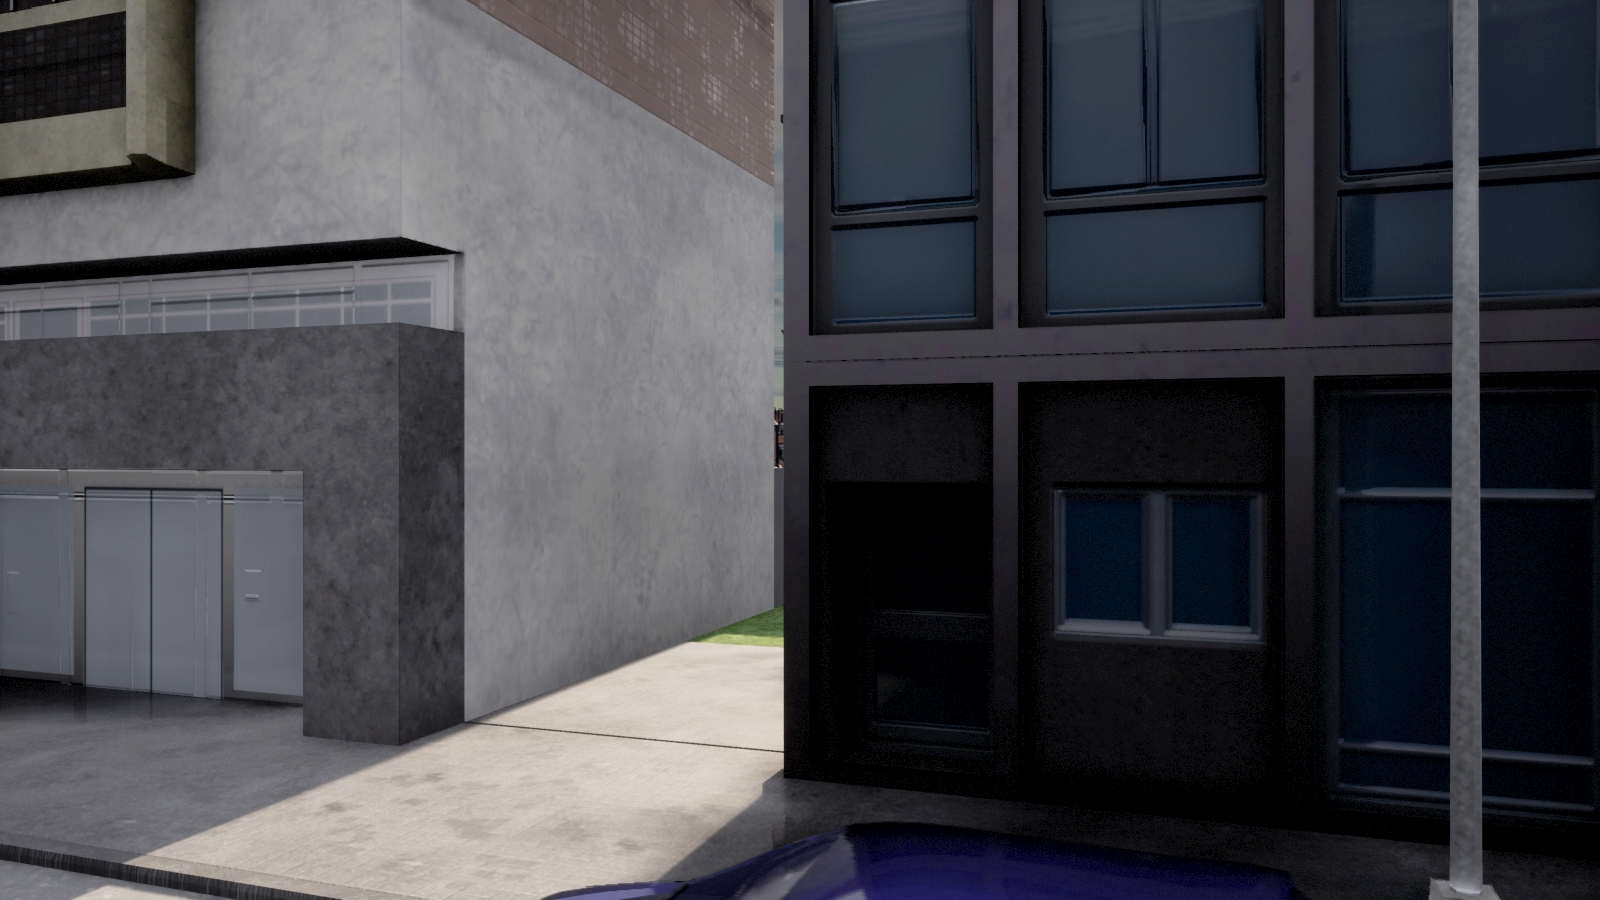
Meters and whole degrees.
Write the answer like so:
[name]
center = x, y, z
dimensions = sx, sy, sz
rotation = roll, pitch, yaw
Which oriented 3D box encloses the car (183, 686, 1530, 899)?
[car]
center = 0.157, 1.818, 3.709
dimensions = 3.633, 1.501, 1.845
rotation = 0, 0, 20
